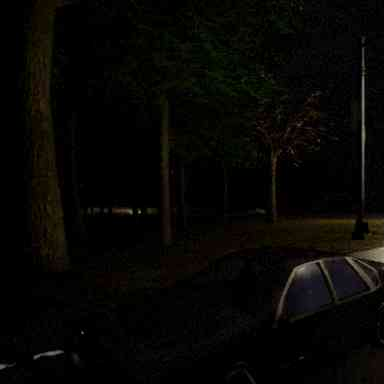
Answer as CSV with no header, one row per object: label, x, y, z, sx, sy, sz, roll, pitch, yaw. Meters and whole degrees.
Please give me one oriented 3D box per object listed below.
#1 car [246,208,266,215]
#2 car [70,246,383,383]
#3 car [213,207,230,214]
car,13.228,4.068,68.938,1.812,1.442,4.674,-1,-2,-35
car,1.213,1.546,4.736,5.357,1.411,2.033,0,0,-36
car,6.802,4.363,78.182,1.837,1.490,4.892,-1,-1,-35
